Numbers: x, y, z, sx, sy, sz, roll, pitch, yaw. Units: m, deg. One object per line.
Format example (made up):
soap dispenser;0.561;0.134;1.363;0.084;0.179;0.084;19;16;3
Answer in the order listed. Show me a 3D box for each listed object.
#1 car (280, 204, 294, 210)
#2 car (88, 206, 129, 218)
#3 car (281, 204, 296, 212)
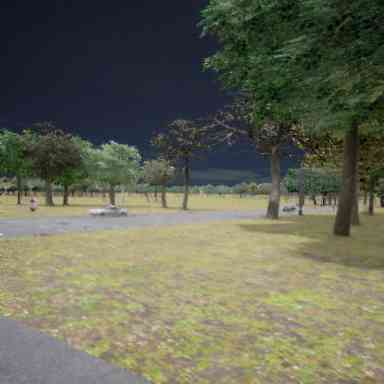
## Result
car;24.767;3.814;86.537;1.812;1.442;4.674;2;0;36
car;-9.683;2.272;38.699;1.895;1.301;4.718;2;-1;36
car;21.755;3.643;74.168;2.033;1.411;5.357;2;-1;29
